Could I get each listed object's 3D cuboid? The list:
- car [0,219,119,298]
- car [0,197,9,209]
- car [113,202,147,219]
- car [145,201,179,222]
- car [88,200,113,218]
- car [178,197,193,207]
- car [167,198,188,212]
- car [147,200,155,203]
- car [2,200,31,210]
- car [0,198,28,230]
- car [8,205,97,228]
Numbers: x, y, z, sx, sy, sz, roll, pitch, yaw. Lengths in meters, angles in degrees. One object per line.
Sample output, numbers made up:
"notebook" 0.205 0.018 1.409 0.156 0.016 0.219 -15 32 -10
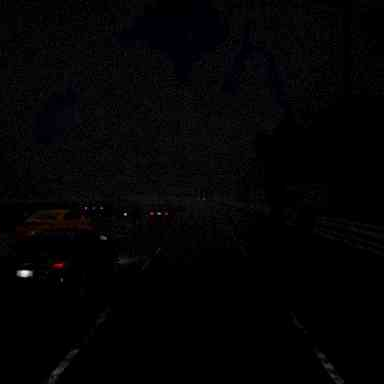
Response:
"car" -3.297 1.634 8.710 1.994 1.385 4.181 0 -1 2
"car" -29.924 1.692 50.201 2.097 1.767 4.553 0 -1 2
"car" -5.993 1.812 32.803 1.837 1.490 4.892 0 -1 2
"car" -2.597 1.845 29.684 2.033 1.411 5.357 0 -1 2
"car" -9.443 1.650 34.373 2.097 1.767 4.553 0 -1 2
"car" -1.319 2.266 67.907 1.882 1.535 5.008 0 -1 2
"car" -2.043 1.966 46.182 1.882 1.535 5.008 0 -1 2
"car" -8.315 2.342 68.148 1.895 1.301 4.718 0 -1 2
"car" -26.426 1.954 50.150 1.994 1.385 4.181 0 -1 2
"car" -10.065 1.317 15.736 2.150 2.045 5.566 0 -1 2
"car" -6.544 1.605 16.334 1.882 1.535 5.008 0 -1 2
